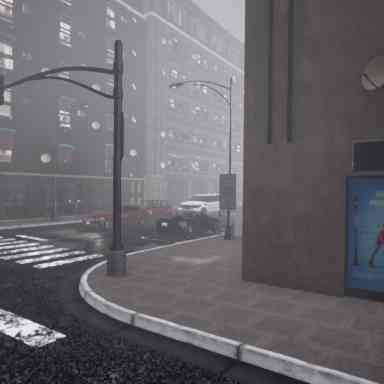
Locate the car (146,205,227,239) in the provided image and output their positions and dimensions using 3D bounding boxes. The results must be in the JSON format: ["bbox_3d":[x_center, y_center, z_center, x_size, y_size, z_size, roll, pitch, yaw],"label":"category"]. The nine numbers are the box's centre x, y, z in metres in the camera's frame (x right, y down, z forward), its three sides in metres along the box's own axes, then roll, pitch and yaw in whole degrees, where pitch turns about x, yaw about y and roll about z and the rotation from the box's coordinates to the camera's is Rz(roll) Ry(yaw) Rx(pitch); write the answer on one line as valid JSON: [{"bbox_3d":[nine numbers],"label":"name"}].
[{"bbox_3d":[-0.134,1.599,17.759,1.947,1.339,4.313,1,1,35],"label":"car"}]

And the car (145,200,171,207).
[{"bbox_3d":[-3.384,1.362,26.854,1.967,1.590,4.097,1,1,35],"label":"car"}]

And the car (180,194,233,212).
[{"bbox_3d":[1.080,1.171,28.932,2.150,2.045,5.566,1,1,35],"label":"car"}]

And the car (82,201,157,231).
[{"bbox_3d":[-4.586,1.487,20.843,1.812,1.442,4.674,1,1,35],"label":"car"}]

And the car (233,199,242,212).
[{"bbox_3d":[3.027,1.224,36.009,2.192,1.841,5.009,1,1,35],"label":"car"}]

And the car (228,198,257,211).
[{"bbox_3d":[6.228,1.484,40.589,1.802,1.307,4.206,1,1,35],"label":"car"}]
